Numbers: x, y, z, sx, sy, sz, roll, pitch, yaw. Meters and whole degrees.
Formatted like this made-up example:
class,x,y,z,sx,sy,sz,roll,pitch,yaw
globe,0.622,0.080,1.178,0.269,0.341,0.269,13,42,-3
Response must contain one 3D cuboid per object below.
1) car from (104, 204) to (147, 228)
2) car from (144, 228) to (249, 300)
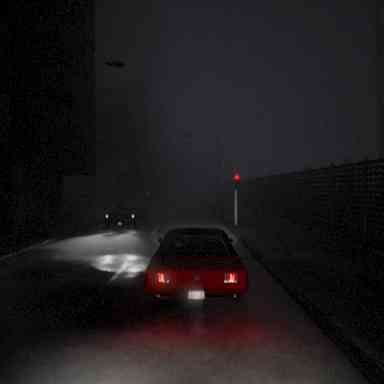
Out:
class,x,y,z,sx,sy,sz,roll,pitch,yaw
car,-4.000,1.409,20.608,1.895,1.301,4.718,0,1,0
car,0.089,1.519,8.120,1.895,1.301,4.718,0,1,0
